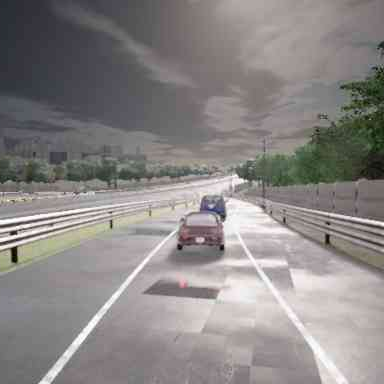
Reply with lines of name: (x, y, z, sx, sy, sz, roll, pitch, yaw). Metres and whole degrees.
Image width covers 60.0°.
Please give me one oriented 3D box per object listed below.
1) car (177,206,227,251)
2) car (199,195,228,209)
car: (0.430, 1.532, 14.042, 1.812, 1.442, 4.674, 0, 0, 4)
car: (1.883, 1.261, 28.908, 2.150, 2.045, 5.566, 1, 0, 8)
